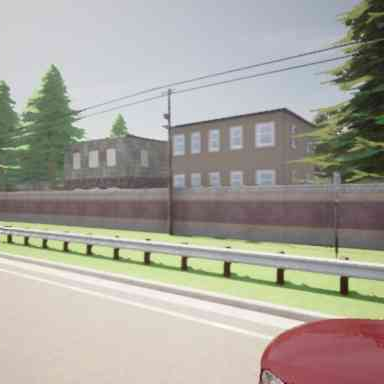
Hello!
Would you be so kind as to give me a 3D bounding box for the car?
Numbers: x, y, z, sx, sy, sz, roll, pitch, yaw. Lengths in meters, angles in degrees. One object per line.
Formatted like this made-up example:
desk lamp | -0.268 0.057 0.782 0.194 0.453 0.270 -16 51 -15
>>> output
car | 2.701 1.512 2.049 4.674 1.442 1.812 -1 0 35
